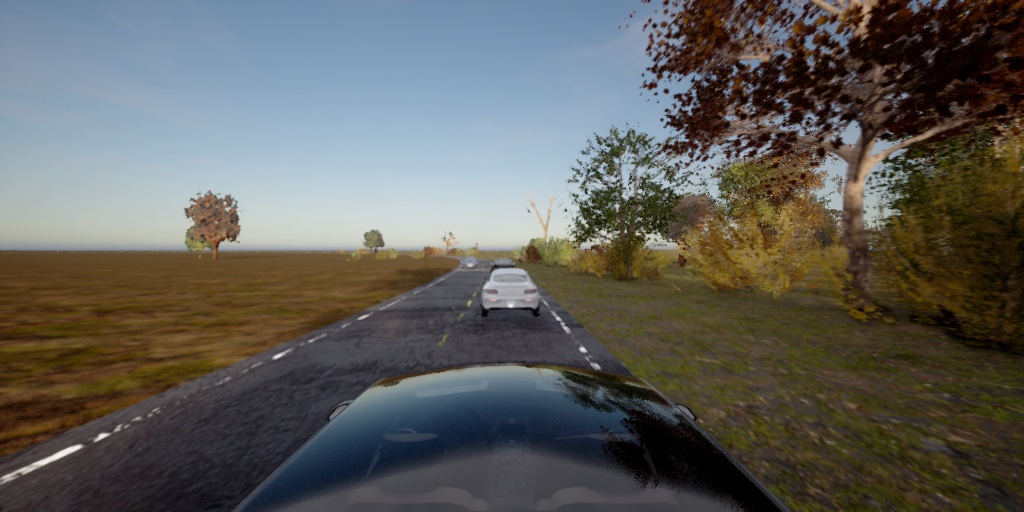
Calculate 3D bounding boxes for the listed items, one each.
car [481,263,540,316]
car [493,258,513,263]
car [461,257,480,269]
[{"bbox_3d":[-0.087,1.157,12.684,1.812,1.442,4.674,0,1,-1],"label":"car"},{"bbox_3d":[-0.729,0.933,28.609,1.882,1.535,5.008,0,1,-3],"label":"car"},{"bbox_3d":[-4.961,0.823,43.177,1.812,1.442,4.674,0,1,-5],"label":"car"}]
